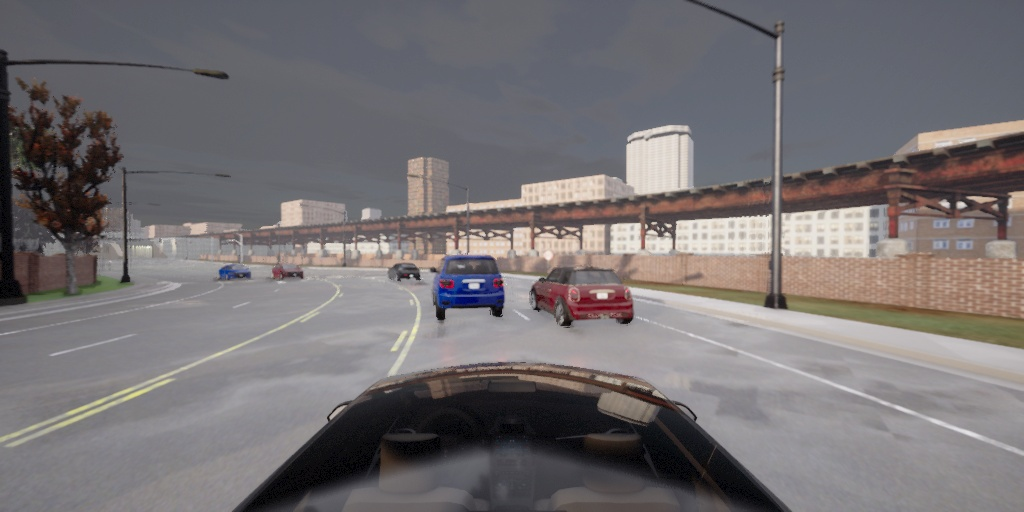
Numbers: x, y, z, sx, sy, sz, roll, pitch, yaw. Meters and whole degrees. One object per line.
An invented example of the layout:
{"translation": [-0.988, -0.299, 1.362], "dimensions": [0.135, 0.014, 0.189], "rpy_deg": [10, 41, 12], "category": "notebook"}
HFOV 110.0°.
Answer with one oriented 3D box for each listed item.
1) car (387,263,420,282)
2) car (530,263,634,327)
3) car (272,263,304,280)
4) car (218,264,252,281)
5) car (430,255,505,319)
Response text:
{"translation": [-9.192, 1.329, 30.270], "dimensions": [1.837, 1.490, 4.892], "rpy_deg": [0, 0, -32], "category": "car"}
{"translation": [2.041, 1.100, 11.799], "dimensions": [2.097, 1.767, 4.553], "rpy_deg": [0, 0, -11], "category": "car"}
{"translation": [-21.473, 1.461, 34.339], "dimensions": [1.882, 1.535, 5.008], "rpy_deg": [-1, 0, -45], "category": "car"}
{"translation": [-26.790, 1.555, 34.627], "dimensions": [5.008, 1.535, 1.882], "rpy_deg": [-1, 0, 41], "category": "car"}
{"translation": [-1.765, 0.989, 13.209], "dimensions": [2.150, 2.045, 5.566], "rpy_deg": [0, 0, -14], "category": "car"}
